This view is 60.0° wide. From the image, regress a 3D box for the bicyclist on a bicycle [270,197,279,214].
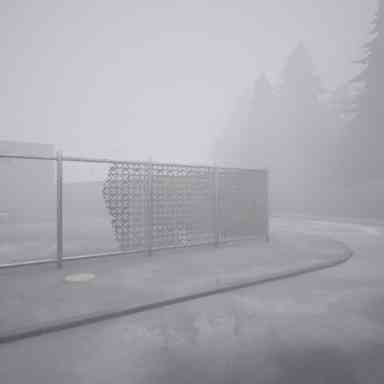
[{"bbox_3d":[7.887,1.336,32.412,1.656,1.620,0.582,0,0,-35],"label":"bicyclist on a bicycle"}]
